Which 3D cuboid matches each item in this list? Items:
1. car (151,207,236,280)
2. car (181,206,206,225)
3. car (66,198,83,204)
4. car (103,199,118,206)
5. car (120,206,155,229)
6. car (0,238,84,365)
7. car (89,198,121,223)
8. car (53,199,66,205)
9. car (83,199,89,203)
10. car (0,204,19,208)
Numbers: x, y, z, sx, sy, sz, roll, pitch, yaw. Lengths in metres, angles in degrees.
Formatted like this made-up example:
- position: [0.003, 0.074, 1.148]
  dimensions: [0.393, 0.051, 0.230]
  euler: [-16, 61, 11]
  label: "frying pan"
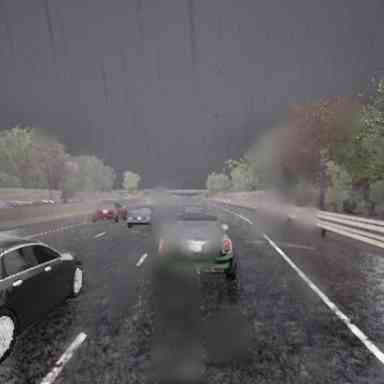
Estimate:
- position: [0.101, 1.454, 10.456]
  dimensions: [2.097, 1.767, 4.553]
  euler: [0, -1, 0]
  label: "car"
- position: [0.116, 1.874, 27.186]
  dimensions: [1.895, 1.301, 4.718]
  euler: [0, -1, 0]
  label: "car"
- position: [-24.450, 2.048, 71.143]
  dimensions: [2.097, 1.767, 4.553]
  euler: [0, -1, 0]
  label: "car"
- position: [-17.450, 2.257, 71.491]
  dimensions: [1.895, 1.301, 4.718]
  euler: [0, -1, 0]
  label: "car"
- position: [-3.388, 1.786, 23.910]
  dimensions: [2.033, 1.411, 5.357]
  euler: [0, -1, 0]
  label: "car"
- position: [-3.410, 1.564, 5.810]
  dimensions: [1.837, 1.490, 4.892]
  euler: [0, 0, 0]
  label: "car"
- position: [-6.883, 1.638, 28.509]
  dimensions: [2.097, 1.767, 4.553]
  euler: [0, -1, 0]
  label: "car"
- position: [-27.950, 2.193, 71.114]
  dimensions: [1.837, 1.490, 4.892]
  euler: [0, -1, 0]
  label: "car"
- position: [-20.950, 2.049, 71.140]
  dimensions: [2.097, 1.767, 4.553]
  euler: [0, -1, 0]
  label: "car"
- position: [-17.576, 1.861, 31.203]
  dimensions: [2.033, 1.411, 5.357]
  euler: [0, -1, 0]
  label: "car"
